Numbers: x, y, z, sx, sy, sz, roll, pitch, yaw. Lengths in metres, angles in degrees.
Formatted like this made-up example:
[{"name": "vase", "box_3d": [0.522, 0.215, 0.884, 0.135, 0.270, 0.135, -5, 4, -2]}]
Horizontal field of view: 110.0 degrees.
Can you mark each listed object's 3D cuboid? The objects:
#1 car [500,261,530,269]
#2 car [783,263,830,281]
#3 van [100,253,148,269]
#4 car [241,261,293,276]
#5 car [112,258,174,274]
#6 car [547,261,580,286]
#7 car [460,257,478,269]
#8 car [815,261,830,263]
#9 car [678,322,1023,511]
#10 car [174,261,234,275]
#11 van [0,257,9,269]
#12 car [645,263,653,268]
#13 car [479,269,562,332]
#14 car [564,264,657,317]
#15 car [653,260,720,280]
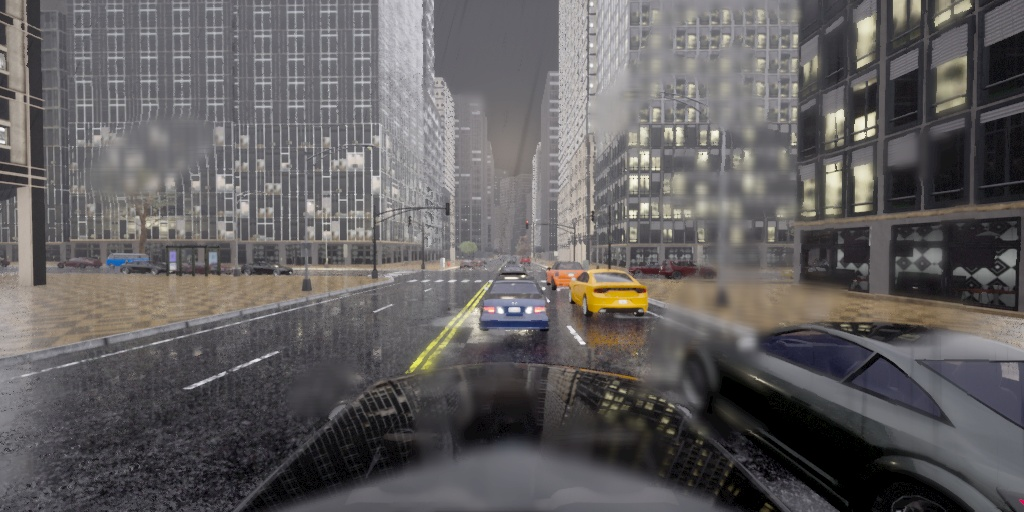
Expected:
[{"name": "car", "box_3d": [0.065, 1.231, 20.579, 2.128, 1.511, 4.902, 0, 0, 0]}, {"name": "car", "box_3d": [27.583, 1.576, 32.765, 4.829, 1.417, 1.751, 0, 0, 1]}, {"name": "van", "box_3d": [-45.364, 0.602, 42.317, 3.998, 1.789, 1.690, 0, 0, 1]}, {"name": "car", "box_3d": [-22.791, 1.172, 33.393, 4.313, 1.339, 1.948, 0, 0, 1]}, {"name": "car", "box_3d": [-34.157, 1.067, 33.678, 4.313, 1.339, 1.948, 0, 0, 1]}, {"name": "car", "box_3d": [3.311, 1.091, 22.238, 2.097, 1.767, 4.553, 0, 0, 0]}, {"name": "car", "box_3d": [-6.692, 1.275, 54.350, 1.994, 1.385, 4.181, 0, 0, 0]}, {"name": "car", "box_3d": [33.289, 1.361, 38.447, 4.553, 1.767, 2.097, 1, 1, 1]}, {"name": "car", "box_3d": [3.337, 1.313, 3.400, 1.994, 1.385, 4.181, 0, 0, 1]}, {"name": "car", "box_3d": [-28.476, 1.136, 33.515, 4.207, 1.307, 1.802, 0, 0, 1]}, {"name": "van", "box_3d": [-51.201, 0.685, 34.043, 3.998, 1.789, 1.690, 0, 0, 1]}, {"name": "car", "box_3d": [15.009, 1.448, 38.766, 4.718, 1.301, 1.895, 0, 1, 2]}, {"name": "car", "box_3d": [0.084, 1.293, 10.827, 2.033, 1.411, 5.357, 0, 0, 1]}, {"name": "car", "box_3d": [3.328, 1.222, 13.233, 1.882, 1.535, 5.008, 0, 0, 0]}, {"name": "car", "box_3d": [16.135, 1.267, 32.940, 5.009, 1.841, 2.192, 0, 0, 1]}]
